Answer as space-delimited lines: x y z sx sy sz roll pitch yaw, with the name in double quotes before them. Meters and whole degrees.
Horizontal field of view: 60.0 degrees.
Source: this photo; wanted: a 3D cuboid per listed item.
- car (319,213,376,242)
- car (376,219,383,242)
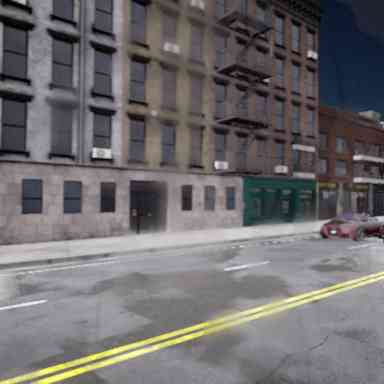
"car" 8.839 1.869 18.205 4.181 1.385 1.994 1 -1 -36
"car" 10.772 1.825 15.590 4.181 1.385 1.994 1 -1 -36
